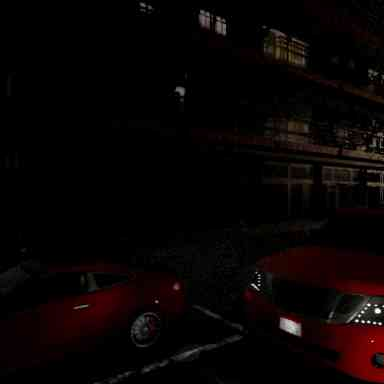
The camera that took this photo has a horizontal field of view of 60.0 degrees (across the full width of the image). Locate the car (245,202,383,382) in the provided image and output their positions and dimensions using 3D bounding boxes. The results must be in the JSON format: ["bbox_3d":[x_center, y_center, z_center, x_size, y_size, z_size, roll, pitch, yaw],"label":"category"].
[{"bbox_3d":[3.398,1.217,5.487,5.566,2.045,2.150,0,0,-35],"label":"car"}]

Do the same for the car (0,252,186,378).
[{"bbox_3d":[-2.041,1.582,4.637,4.206,1.307,1.802,0,0,-35],"label":"car"}]

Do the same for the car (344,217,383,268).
[{"bbox_3d":[7.143,1.573,11.186,4.206,1.307,1.802,0,0,-35],"label":"car"}]
